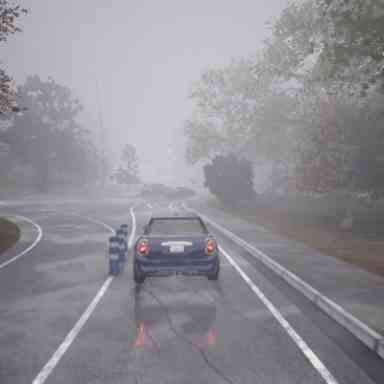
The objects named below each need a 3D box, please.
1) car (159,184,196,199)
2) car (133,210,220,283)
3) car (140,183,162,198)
[{"bbox_3d":[-1.349,0.002,39.815,2.033,1.411,5.357,2,4,25],"label":"car"},{"bbox_3d":[-0.516,1.313,9.873,2.097,1.767,4.553,0,1,-4],"label":"car"},{"bbox_3d":[-4.315,-0.326,41.881,2.097,1.767,4.553,3,5,37],"label":"car"}]
